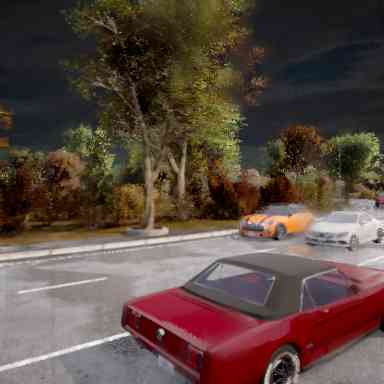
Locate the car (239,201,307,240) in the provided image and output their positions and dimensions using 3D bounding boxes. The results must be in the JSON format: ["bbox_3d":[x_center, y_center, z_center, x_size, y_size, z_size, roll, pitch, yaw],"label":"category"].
[{"bbox_3d":[4.399,1.384,16.999,4.553,1.767,2.097,0,0,-44],"label":"car"}]

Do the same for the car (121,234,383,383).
[{"bbox_3d":[1.473,1.613,5.028,4.718,1.301,1.895,0,0,-38],"label":"car"}]

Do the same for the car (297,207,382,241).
[{"bbox_3d":[6.649,1.549,14.298,4.674,1.442,1.812,0,0,-43],"label":"car"}]

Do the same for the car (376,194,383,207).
[{"bbox_3d":[29.021,1.260,50.118,2.150,2.045,5.566,0,0,27],"label":"car"}]
